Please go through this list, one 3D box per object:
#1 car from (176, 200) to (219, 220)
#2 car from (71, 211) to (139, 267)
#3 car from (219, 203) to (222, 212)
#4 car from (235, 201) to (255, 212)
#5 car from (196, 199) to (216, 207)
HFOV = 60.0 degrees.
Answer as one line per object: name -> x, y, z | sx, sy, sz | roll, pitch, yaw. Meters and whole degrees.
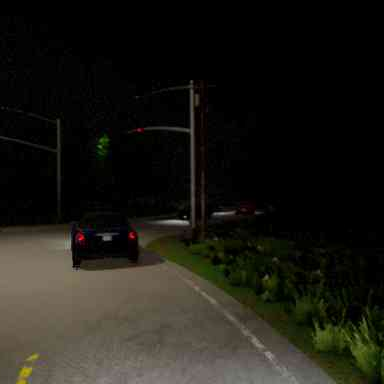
car -> 0.441, 1.770, 31.107 | 2.033, 1.411, 5.357 | -1, -1, 23
car -> -3.335, 1.482, 12.334 | 2.097, 1.767, 4.553 | 0, -1, -19
car -> 2.691, 1.804, 42.784 | 1.837, 1.490, 4.892 | 0, -1, -1
car -> 5.875, 1.700, 36.935 | 1.882, 1.535, 5.008 | 0, 0, 12
car -> 2.571, 2.055, 61.900 | 1.895, 1.301, 4.718 | 0, 0, -21
